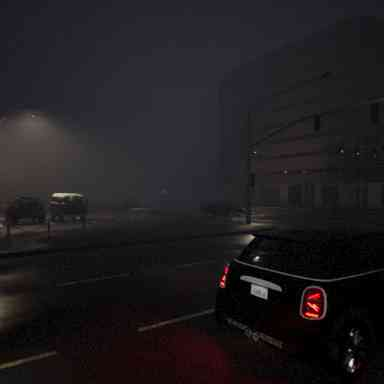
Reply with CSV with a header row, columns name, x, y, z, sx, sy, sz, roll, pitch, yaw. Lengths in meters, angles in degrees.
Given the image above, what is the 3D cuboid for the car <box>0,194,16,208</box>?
name,x,y,z,sx,sy,sz,roll,pitch,yaw
car,-31.674,1.209,56.493,1.932,1.855,4.605,0,0,-35

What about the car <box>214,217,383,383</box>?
name,x,y,z,sx,sy,sz,roll,pitch,yaw
car,2.637,1.352,5.682,4.553,1.767,2.097,0,0,-35

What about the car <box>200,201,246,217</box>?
name,x,y,z,sx,sy,sz,roll,pitch,yaw
car,2.919,1.603,31.863,2.033,1.411,5.357,0,0,-35

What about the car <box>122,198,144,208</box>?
name,x,y,z,sx,sy,sz,roll,pitch,yaw
car,-8.649,1.581,48.189,1.812,1.442,4.674,0,0,-35
